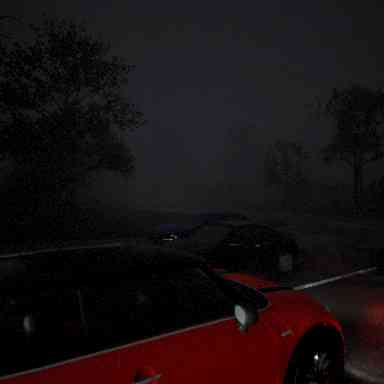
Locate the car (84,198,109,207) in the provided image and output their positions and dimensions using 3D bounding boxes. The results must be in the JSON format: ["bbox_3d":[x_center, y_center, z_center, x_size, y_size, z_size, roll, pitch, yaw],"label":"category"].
[{"bbox_3d":[-15.529,1.704,54.043,4.892,1.490,1.837,-1,-1,37],"label":"car"}]

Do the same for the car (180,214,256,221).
[{"bbox_3d":[0.938,1.526,8.923,4.674,1.442,1.812,0,0,-35],"label":"car"}]

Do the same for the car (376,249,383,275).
[{"bbox_3d":[6.751,1.601,8.528,4.718,1.301,1.895,0,0,-36],"label":"car"}]

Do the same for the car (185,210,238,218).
[{"bbox_3d":[0.657,1.477,13.006,5.008,1.535,1.882,0,0,-35],"label":"car"}]

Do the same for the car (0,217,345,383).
[{"bbox_3d":[-0.453,1.352,3.397,4.553,1.767,2.097,0,0,-35],"label":"car"}]
